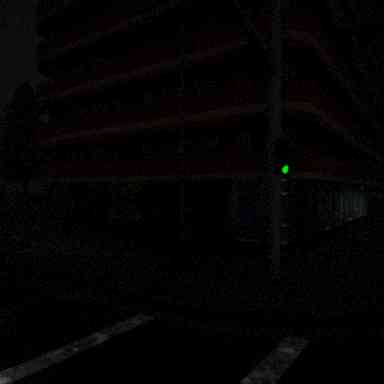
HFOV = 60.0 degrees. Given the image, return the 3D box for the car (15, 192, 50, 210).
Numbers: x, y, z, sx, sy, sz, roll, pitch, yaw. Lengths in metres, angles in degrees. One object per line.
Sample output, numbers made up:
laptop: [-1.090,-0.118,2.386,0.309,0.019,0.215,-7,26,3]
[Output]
car: [-17.686,1.055,38.964,2.150,2.045,5.566,0,0,36]
